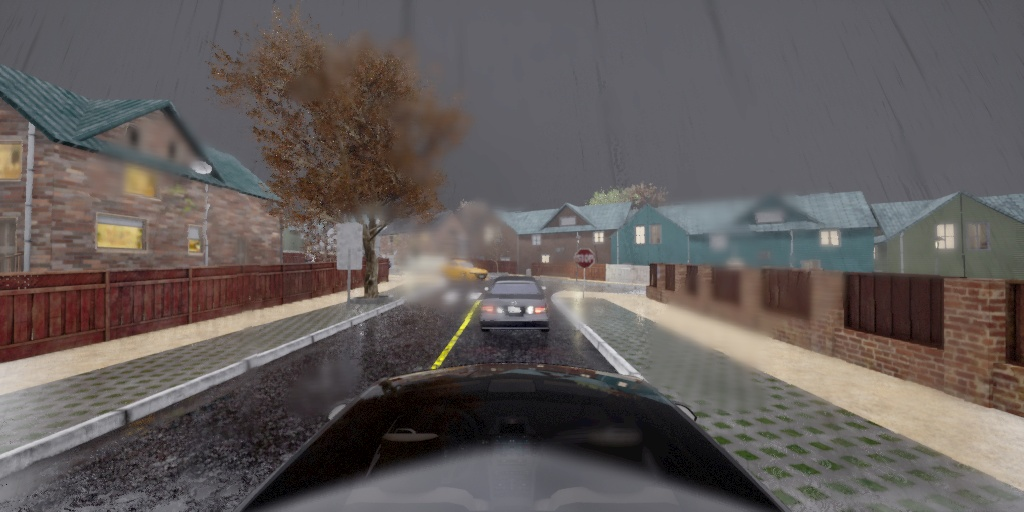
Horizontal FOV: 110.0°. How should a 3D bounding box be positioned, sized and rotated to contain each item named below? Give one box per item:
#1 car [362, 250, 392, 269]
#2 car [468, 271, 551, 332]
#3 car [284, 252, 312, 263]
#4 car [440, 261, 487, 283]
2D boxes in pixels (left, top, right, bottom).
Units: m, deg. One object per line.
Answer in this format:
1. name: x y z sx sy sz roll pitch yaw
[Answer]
1. car: -14.631 0.451 36.294 5.566 2.045 2.150 2 0 32
2. car: 0.116 1.302 10.822 2.033 1.411 5.357 0 0 1
3. car: -26.738 0.278 43.897 4.892 1.490 1.837 2 0 32
4. car: -3.816 1.167 28.256 1.882 1.535 5.008 3 0 -42
